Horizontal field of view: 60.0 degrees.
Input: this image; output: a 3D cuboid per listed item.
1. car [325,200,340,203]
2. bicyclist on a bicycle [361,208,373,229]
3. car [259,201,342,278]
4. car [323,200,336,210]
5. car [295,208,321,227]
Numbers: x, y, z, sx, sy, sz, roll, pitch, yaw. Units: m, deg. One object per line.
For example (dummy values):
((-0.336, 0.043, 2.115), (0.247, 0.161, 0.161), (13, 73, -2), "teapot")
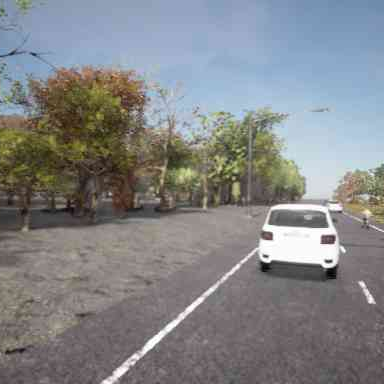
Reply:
((23.137, 2.351, 54.338), (2.150, 2.045, 5.566), (1, 0, 20), "car")
((13.743, 2.042, 26.084), (0.866, 1.612, 1.509), (1, -1, 20), "bicyclist on a bicycle")
((3.668, 1.428, 11.289), (2.150, 2.045, 5.566), (1, -1, 20), "car")
((28.199, 2.623, 68.477), (2.150, 2.045, 5.566), (1, -1, 20), "car")
((10.030, 2.142, 28.716), (1.895, 1.301, 4.718), (1, -1, 20), "car")
